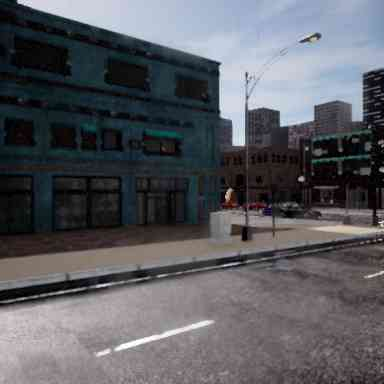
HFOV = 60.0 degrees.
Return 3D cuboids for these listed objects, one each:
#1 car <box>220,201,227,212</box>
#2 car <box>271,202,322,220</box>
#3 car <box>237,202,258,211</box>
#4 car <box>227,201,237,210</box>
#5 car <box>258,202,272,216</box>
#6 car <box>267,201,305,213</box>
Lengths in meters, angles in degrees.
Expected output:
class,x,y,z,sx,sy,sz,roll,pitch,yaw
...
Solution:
class,x,y,z,sx,sy,sz,roll,pitch,yaw
car,2.078,1.934,42.608,1.967,1.590,4.097,-1,0,-35
car,10.026,1.901,31.230,1.947,1.339,4.313,-1,0,-35
car,8.909,2.019,47.467,1.802,1.307,4.206,-1,0,-35
car,5.702,2.082,51.977,1.802,1.307,4.206,-1,0,-35
car,9.744,1.930,36.321,1.994,1.385,4.181,0,0,-35
car,12.117,1.925,42.957,2.008,1.369,4.403,-1,0,-35
